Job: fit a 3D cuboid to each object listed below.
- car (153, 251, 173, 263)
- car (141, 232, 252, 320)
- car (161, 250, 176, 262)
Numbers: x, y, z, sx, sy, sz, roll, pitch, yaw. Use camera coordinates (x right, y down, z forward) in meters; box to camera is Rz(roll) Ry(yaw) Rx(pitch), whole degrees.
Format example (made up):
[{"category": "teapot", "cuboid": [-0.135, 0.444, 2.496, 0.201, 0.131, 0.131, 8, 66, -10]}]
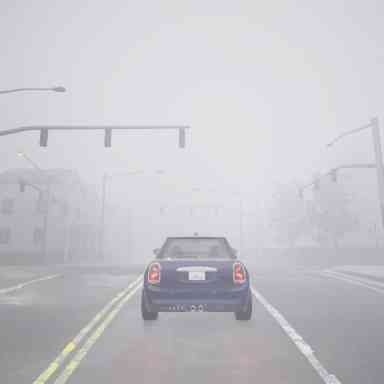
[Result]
[{"category": "car", "cuboid": [-3.686, 8.415, 43.076, 2.033, 1.411, 5.357, 0, -11, 0]}, {"category": "car", "cuboid": [0.084, 1.805, 8.207, 2.097, 1.767, 4.553, 0, -7, 0]}, {"category": "car", "cuboid": [-3.696, 10.130, 52.696, 2.097, 1.767, 4.553, 0, -11, 0]}]
